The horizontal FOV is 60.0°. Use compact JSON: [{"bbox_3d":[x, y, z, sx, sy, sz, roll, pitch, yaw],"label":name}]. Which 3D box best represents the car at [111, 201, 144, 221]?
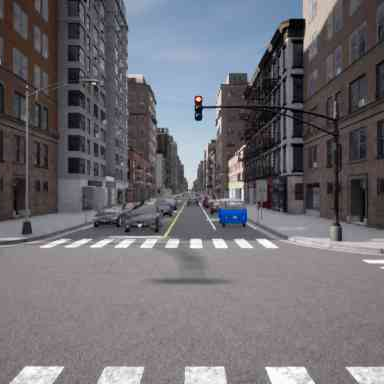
[{"bbox_3d":[-5.356,1.544,28.171,1.887,1.381,4.507,0,0,0],"label":"car"}]

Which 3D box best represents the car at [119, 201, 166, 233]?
[{"bbox_3d":[-2.748,1.506,19.595,1.837,1.490,4.892,0,-1,-1],"label":"car"}]

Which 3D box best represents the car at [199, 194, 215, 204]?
[{"bbox_3d":[2.696,1.306,50.896,2.192,1.841,5.009,0,0,0],"label":"car"}]

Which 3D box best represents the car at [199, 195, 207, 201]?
[{"bbox_3d":[2.735,1.532,84.983,1.947,1.339,4.313,0,0,0],"label":"car"}]

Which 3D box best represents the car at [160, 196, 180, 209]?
[{"bbox_3d":[-2.799,1.522,41.697,1.812,1.442,4.674,0,0,1],"label":"car"}]

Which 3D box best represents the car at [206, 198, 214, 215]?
[{"bbox_3d":[2.676,1.581,33.851,1.802,1.307,4.206,0,0,0],"label":"car"}]

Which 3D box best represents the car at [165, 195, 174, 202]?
[{"bbox_3d":[-5.297,1.411,79.308,1.967,1.590,4.097,0,0,0],"label":"car"}]

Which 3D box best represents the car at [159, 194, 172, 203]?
[{"bbox_3d":[-5.310,1.294,67.944,2.192,1.841,5.009,0,0,0],"label":"car"}]

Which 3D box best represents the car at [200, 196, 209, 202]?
[{"bbox_3d":[2.722,1.525,73.620,2.008,1.369,4.403,0,0,0],"label":"car"}]

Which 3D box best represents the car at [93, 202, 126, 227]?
[{"bbox_3d":[-5.362,1.550,22.490,2.008,1.369,4.403,0,0,0],"label":"car"}]

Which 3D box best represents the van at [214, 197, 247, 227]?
[{"bbox_3d":[2.663,1.340,22.489,1.690,1.788,3.998,0,0,0],"label":"van"}]

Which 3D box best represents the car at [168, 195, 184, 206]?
[{"bbox_3d":[-2.705,1.589,54.887,1.895,1.301,4.718,0,0,0],"label":"car"}]

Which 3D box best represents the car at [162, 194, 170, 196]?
[{"bbox_3d":[-5.316,1.549,62.262,1.947,1.339,4.313,0,0,0],"label":"car"}]

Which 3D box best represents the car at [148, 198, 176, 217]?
[{"bbox_3d":[-2.806,1.563,30.912,1.994,1.385,4.181,0,0,0],"label":"car"}]

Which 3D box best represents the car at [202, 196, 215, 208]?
[{"bbox_3d":[2.689,1.577,45.214,1.802,1.307,4.206,0,0,0],"label":"car"}]

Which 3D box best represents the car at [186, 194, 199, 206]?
[{"bbox_3d":[0.165,1.480,54.996,2.128,1.511,4.902,0,0,0],"label":"car"}]
